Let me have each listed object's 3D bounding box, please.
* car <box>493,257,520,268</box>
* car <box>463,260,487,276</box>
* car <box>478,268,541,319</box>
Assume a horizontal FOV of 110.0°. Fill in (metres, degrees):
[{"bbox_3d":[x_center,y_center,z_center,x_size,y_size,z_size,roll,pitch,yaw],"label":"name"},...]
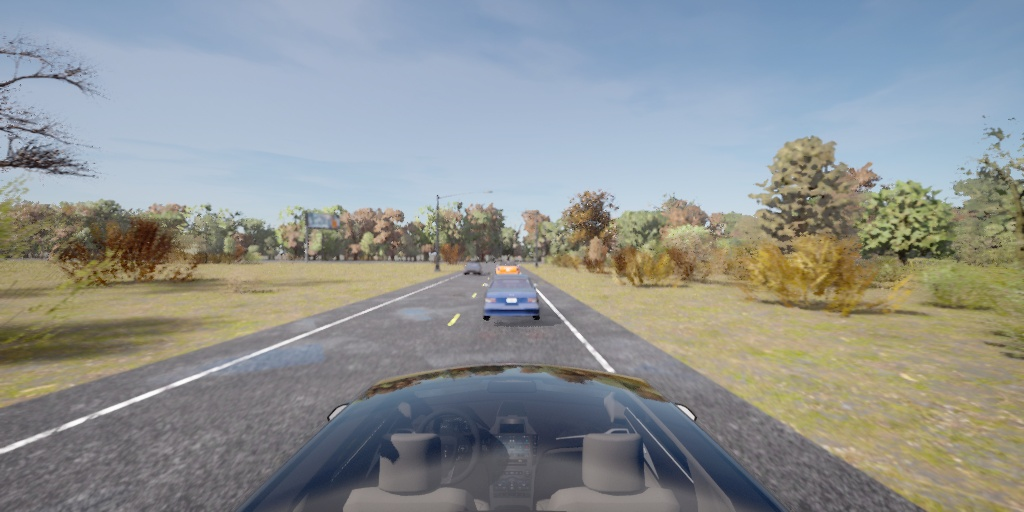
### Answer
[{"bbox_3d":[-0.352,1.200,32.643,2.097,1.767,4.553,0,0,-1],"label":"car"},{"bbox_3d":[-4.149,1.416,38.982,2.033,1.411,5.357,0,0,-1],"label":"car"},{"bbox_3d":[-0.035,1.335,12.879,2.033,1.411,5.357,0,0,-1],"label":"car"}]
